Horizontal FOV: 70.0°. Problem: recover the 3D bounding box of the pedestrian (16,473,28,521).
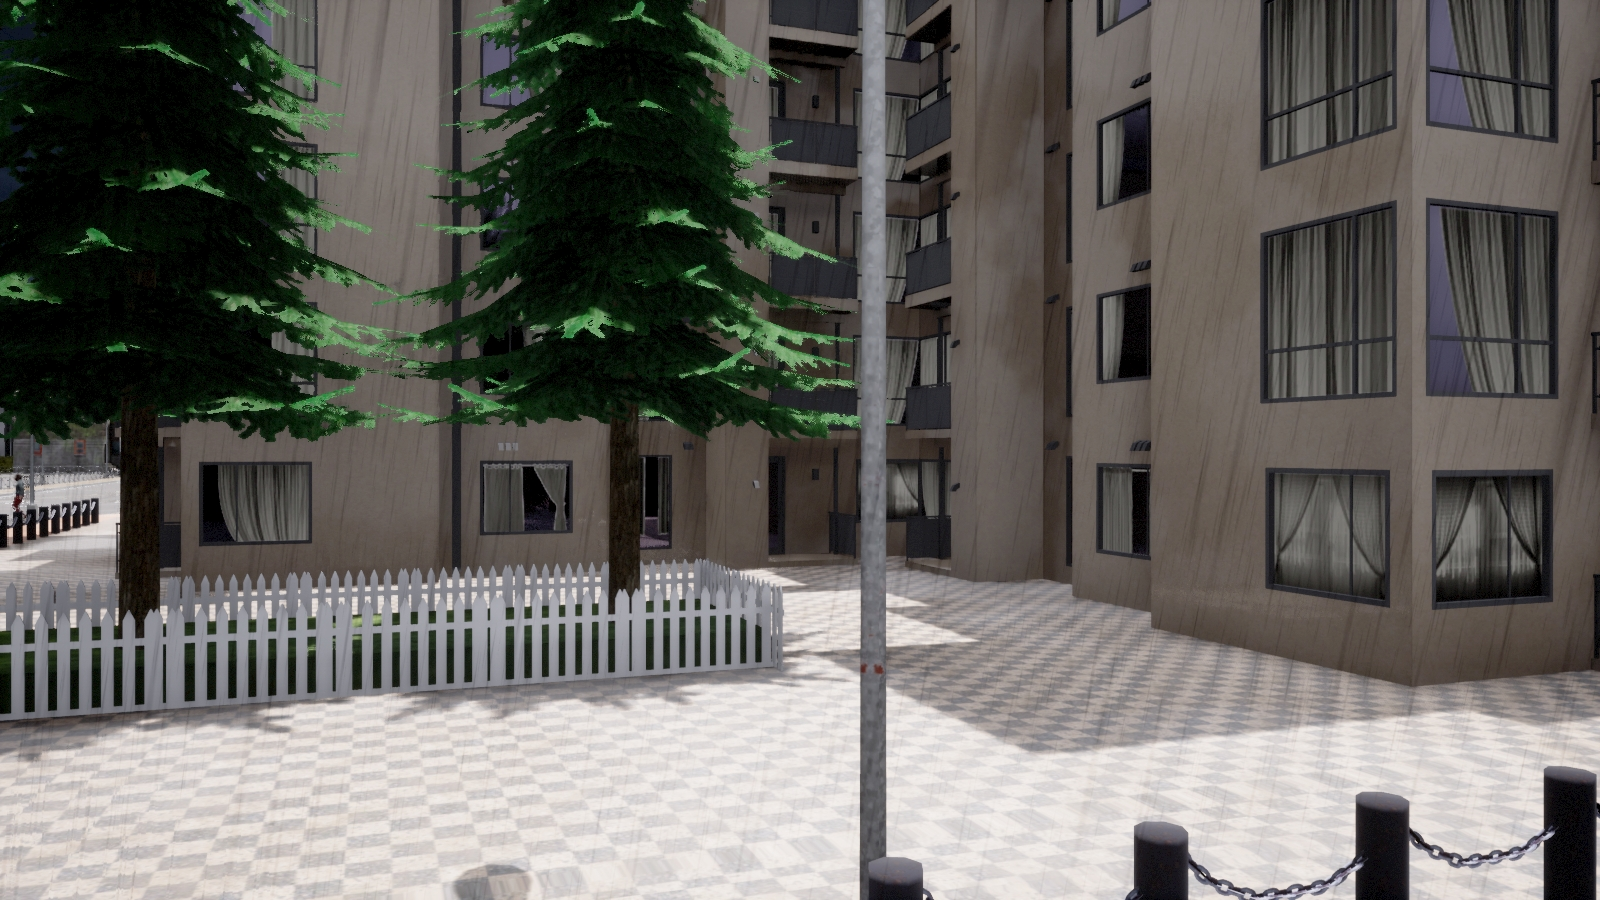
[{"bbox_3d":[-30.296,1.821,44.510,0.375,1.860,0.375,0,0,-35],"label":"pedestrian"}]
